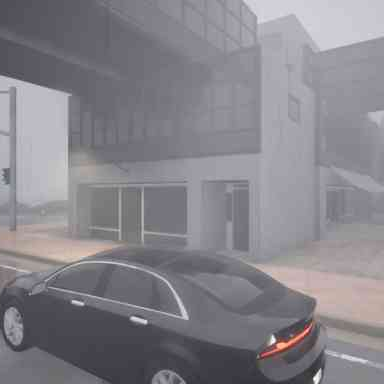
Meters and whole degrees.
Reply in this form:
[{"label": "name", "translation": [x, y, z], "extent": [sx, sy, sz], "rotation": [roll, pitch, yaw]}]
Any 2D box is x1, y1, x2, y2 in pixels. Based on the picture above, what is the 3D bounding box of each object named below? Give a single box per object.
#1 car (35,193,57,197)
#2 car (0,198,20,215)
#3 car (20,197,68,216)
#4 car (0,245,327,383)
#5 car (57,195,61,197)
[{"label": "car", "translation": [-31.200, 1.153, 69.870], "extent": [4.605, 1.855, 1.932], "rotation": [0, 0, 35]}, {"label": "car", "translation": [-18.344, 1.564, 33.145], "extent": [1.994, 1.385, 4.181], "rotation": [0, 0, 36]}, {"label": "car", "translation": [-13.966, 1.505, 33.197], "extent": [1.837, 1.490, 4.892], "rotation": [0, 0, 36]}, {"label": "car", "translation": [-0.788, 1.505, 4.555], "extent": [4.892, 1.490, 1.837], "rotation": [0, 0, 36]}, {"label": "car", "translation": [-29.471, 1.364, 72.196], "extent": [3.905, 1.438, 1.784], "rotation": [0, 0, 35]}]
